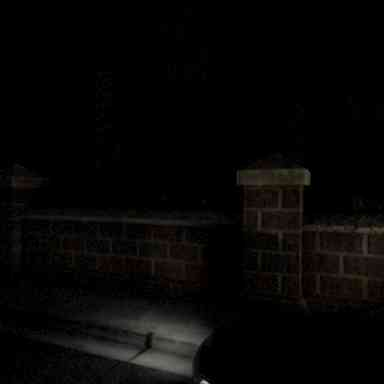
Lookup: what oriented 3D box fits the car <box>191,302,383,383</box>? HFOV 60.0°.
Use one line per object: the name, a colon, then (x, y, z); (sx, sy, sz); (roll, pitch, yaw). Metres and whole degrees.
car: (2.239, 1.531, 2.451); (4.674, 1.442, 1.812); (0, 0, 23)
